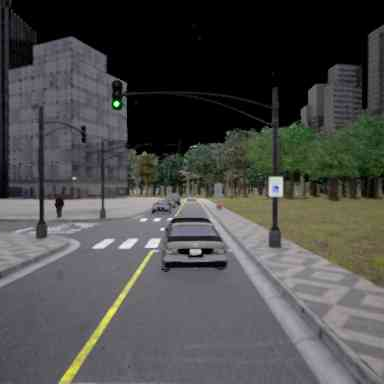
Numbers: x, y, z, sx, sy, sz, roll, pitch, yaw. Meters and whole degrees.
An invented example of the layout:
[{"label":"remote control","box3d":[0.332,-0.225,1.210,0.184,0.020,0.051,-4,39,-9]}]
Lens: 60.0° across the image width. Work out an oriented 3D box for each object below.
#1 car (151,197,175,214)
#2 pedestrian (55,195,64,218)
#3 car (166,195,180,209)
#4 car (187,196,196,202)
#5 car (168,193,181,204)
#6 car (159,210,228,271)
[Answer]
[{"label":"car","box3d":[-3.108,1.525,34.897,1.994,1.385,4.181,0,0,0]},{"label":"pedestrian","box3d":[-10.091,1.059,25.302,0.375,1.860,0.375,0,0,1]},{"label":"car","box3d":[-3.095,1.510,44.813,1.994,1.385,4.181,0,0,0]},{"label":"car","box3d":[-0.115,1.483,74.427,1.895,1.301,4.718,0,0,0]},{"label":"car","box3d":[-3.055,1.149,55.519,2.150,2.045,5.566,0,0,0]},{"label":"car","box3d":[-0.057,1.540,10.858,2.033,1.411,5.357,0,0,-3]}]
